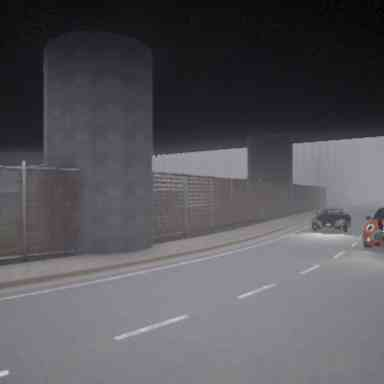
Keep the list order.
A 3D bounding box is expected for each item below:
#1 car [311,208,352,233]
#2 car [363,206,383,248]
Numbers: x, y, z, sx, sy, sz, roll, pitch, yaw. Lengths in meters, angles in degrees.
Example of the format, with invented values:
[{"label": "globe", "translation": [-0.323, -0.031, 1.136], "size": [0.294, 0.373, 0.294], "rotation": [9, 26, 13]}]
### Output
[{"label": "car", "translation": [8.820, 1.708, 20.839], "size": [1.994, 1.385, 4.181], "rotation": [-1, -1, 30]}, {"label": "car", "translation": [8.742, 1.401, 14.284], "size": [2.097, 1.767, 4.553], "rotation": [-1, -1, 34]}]
